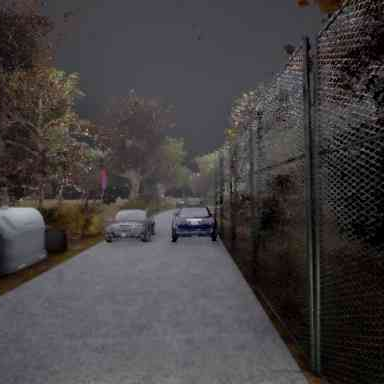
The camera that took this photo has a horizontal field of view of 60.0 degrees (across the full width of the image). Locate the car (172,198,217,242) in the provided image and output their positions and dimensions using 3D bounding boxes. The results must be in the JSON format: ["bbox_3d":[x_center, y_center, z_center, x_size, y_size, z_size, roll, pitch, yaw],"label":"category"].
[{"bbox_3d":[0.094,1.399,16.972,2.097,1.767,4.553,-1,0,0],"label":"car"}]

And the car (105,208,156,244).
[{"bbox_3d":[-2.864,1.560,16.305,1.837,1.490,4.892,0,0,0],"label":"car"}]

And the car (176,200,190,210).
[{"bbox_3d":[-1.494,2.190,57.293,1.882,1.535,5.008,0,-1,6],"label":"car"}]
